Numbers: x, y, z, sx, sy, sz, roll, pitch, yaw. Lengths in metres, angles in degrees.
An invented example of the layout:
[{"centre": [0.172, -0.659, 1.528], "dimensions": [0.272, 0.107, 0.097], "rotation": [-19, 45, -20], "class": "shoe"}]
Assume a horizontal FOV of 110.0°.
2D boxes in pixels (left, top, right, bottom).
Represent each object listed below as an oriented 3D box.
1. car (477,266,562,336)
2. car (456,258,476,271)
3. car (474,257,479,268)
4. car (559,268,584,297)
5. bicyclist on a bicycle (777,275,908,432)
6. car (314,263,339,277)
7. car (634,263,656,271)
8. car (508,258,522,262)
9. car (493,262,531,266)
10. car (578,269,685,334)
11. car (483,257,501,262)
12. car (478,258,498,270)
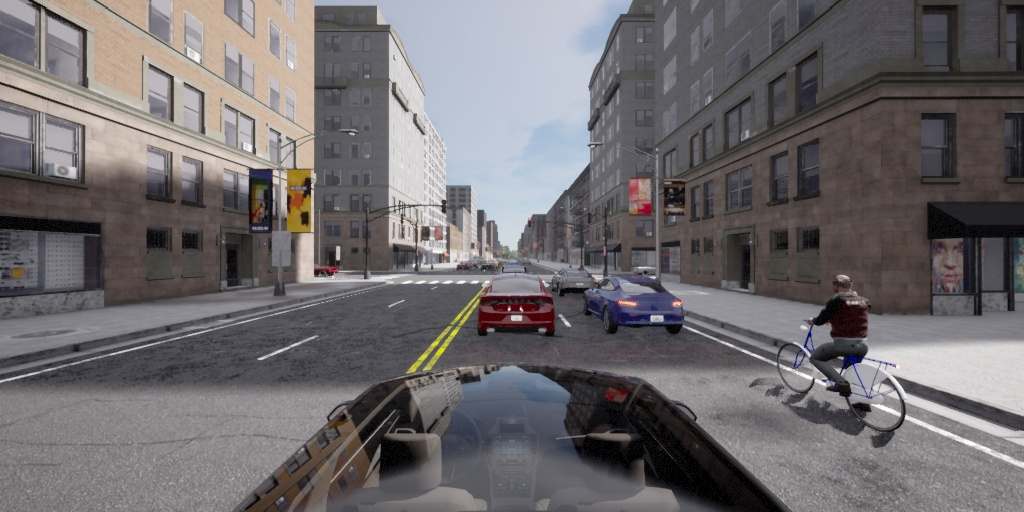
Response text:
[{"centre": [0.104, 1.228, 10.428], "dimensions": [1.882, 1.535, 5.008], "rotation": [0, 0, 0], "class": "car"}, {"centre": [-6.594, 1.366, 50.349], "dimensions": [1.895, 1.301, 4.718], "rotation": [0, 0, 0], "class": "car"}, {"centre": [-6.574, 1.272, 59.451], "dimensions": [1.837, 1.490, 4.892], "rotation": [0, 0, 0], "class": "car"}, {"centre": [3.255, 1.317, 19.163], "dimensions": [1.994, 1.385, 4.181], "rotation": [0, 0, 0], "class": "car"}, {"centre": [4.147, 1.121, 4.704], "dimensions": [0.659, 1.776, 1.843], "rotation": [0, 0, 0], "class": "bicyclist on a bicycle"}, {"centre": [-19.264, 1.334, 34.320], "dimensions": [4.718, 1.301, 1.895], "rotation": [0, 0, -2], "class": "car"}, {"centre": [15.059, 1.409, 37.133], "dimensions": [4.718, 1.301, 1.895], "rotation": [0, 0, 1], "class": "car"}, {"centre": [0.143, 1.292, 56.176], "dimensions": [1.812, 1.442, 4.674], "rotation": [0, 0, 0], "class": "car"}, {"centre": [0.105, 1.258, 19.911], "dimensions": [1.837, 1.490, 4.892], "rotation": [0, 0, 0], "class": "car"}, {"centre": [3.348, 1.276, 10.564], "dimensions": [1.812, 1.442, 4.674], "rotation": [0, 0, 0], "class": "car"}, {"centre": [-3.320, 1.245, 59.789], "dimensions": [1.882, 1.535, 5.008], "rotation": [0, 0, 0], "class": "car"}, {"centre": [-3.333, 1.366, 50.397], "dimensions": [1.895, 1.301, 4.718], "rotation": [0, 0, 0], "class": "car"}]
